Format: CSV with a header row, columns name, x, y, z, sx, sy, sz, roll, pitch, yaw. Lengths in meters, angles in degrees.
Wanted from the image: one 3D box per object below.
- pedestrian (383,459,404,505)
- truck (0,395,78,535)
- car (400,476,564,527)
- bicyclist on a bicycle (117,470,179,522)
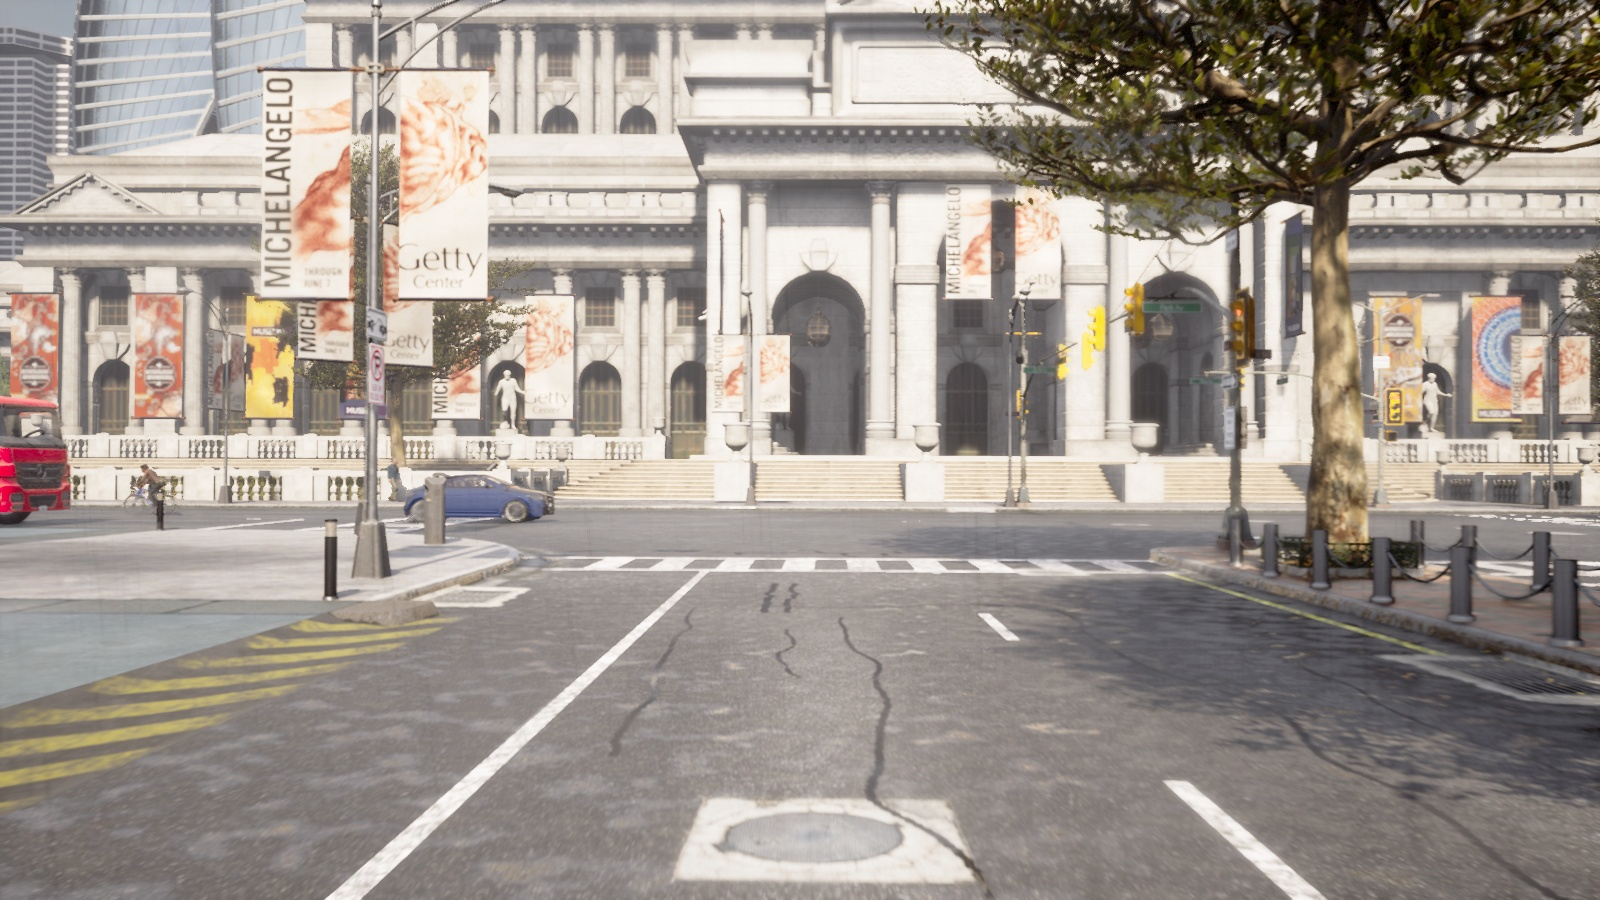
name,x,y,z,sx,sy,sz,roll,pitch,yaw
pedestrian,-16.417,1.296,50.694,0.726,1.842,0.402,-1,-1,21
truck,-23.588,0.416,32.674,7.936,3.462,2.891,0,-1,1
car,-9.034,1.451,35.908,4.181,1.385,1.994,0,-1,1
bicyclist on a bicycle,-20.563,1.442,39.614,1.656,1.620,0.582,-1,-1,1
